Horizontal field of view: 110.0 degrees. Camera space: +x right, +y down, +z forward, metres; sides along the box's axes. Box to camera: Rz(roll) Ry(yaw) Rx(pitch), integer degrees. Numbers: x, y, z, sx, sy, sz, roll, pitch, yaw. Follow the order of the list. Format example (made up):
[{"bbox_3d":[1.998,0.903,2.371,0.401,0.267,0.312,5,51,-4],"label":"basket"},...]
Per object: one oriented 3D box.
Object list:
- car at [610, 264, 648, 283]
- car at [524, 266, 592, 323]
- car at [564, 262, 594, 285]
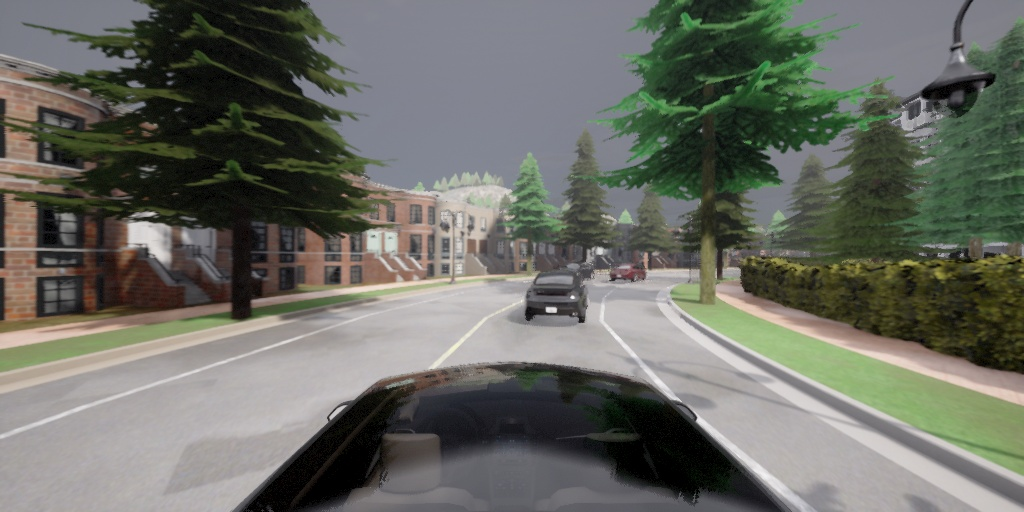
[{"bbox_3d":[9.321,1.323,28.599,1.812,1.442,4.674,0,0,35],"label":"car"},{"bbox_3d":[1.657,1.256,12.346,1.837,1.490,4.892,0,0,13],"label":"car"},{"bbox_3d":[5.084,1.265,28.914,1.837,1.490,4.892,0,0,34],"label":"car"}]
